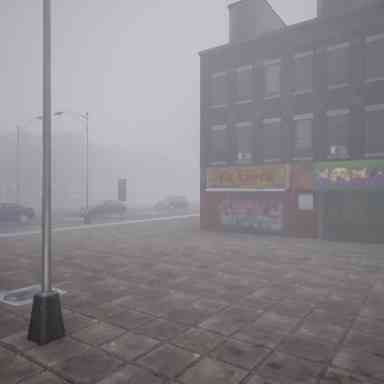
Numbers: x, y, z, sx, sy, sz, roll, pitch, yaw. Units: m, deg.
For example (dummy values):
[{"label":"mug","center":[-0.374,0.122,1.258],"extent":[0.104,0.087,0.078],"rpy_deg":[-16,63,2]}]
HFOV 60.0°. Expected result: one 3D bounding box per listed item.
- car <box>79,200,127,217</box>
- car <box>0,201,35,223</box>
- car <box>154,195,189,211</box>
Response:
[{"label":"car","center":[-8.027,1.446,30.346],"extent":[1.812,1.442,4.674],"rpy_deg":[0,0,35]},{"label":"car","center":[-13.390,1.432,22.690],"extent":[1.882,1.535,5.008],"rpy_deg":[0,0,35]},{"label":"car","center":[-2.308,1.236,38.495],"extent":[2.097,1.767,4.553],"rpy_deg":[0,0,35]}]
